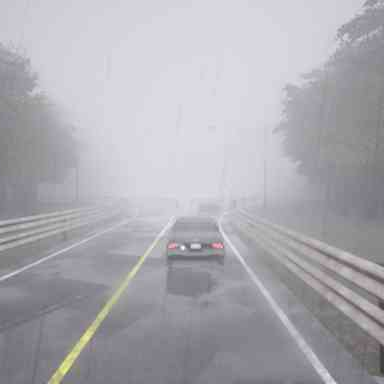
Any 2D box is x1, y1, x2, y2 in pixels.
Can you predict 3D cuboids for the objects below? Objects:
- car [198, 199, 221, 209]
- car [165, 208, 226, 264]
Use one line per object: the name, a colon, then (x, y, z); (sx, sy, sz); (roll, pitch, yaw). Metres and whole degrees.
car: (1.832, 1.417, 33.559); (1.882, 1.535, 5.008); (0, 0, 9)
car: (0.109, 1.528, 11.639); (2.033, 1.411, 5.357); (0, 0, 0)
